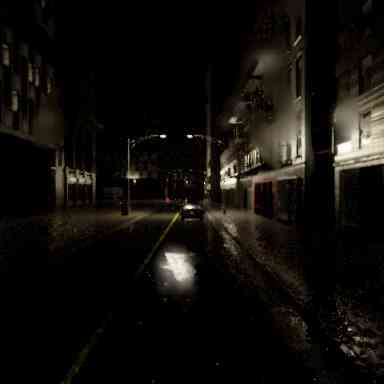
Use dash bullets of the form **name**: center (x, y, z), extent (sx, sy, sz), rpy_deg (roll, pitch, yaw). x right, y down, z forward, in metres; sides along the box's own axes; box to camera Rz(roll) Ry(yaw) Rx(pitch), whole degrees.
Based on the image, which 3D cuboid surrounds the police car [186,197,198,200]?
- **police car**: center (0.006, 1.592, 57.234), extent (1.930, 1.638, 5.238), rpy_deg (0, -1, 0)

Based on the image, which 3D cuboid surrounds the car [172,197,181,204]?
- **car**: center (-3.001, 1.728, 66.763), extent (1.812, 1.442, 4.674), rpy_deg (0, 0, 0)

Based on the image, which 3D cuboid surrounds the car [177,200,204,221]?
- **car**: center (0.004, 1.668, 28.222), extent (2.033, 1.411, 5.357), rpy_deg (0, 0, 0)
